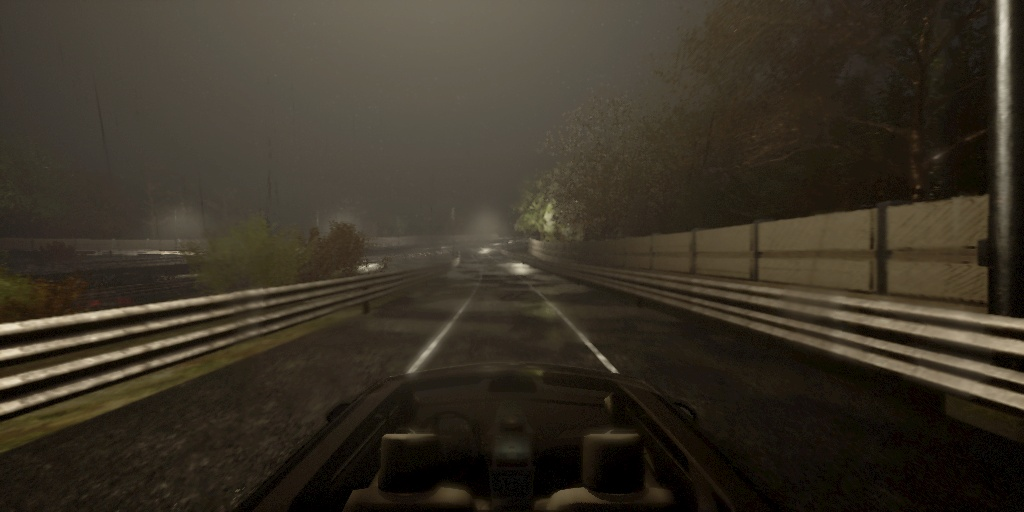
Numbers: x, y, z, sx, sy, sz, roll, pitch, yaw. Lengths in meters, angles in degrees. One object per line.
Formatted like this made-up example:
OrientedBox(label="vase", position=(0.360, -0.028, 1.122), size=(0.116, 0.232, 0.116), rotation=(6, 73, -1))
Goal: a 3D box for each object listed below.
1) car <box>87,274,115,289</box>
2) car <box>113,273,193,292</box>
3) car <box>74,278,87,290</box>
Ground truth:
OrientedBox(label="car", position=(-35.722, 2.377, 33.774), size=(1.837, 1.490, 4.892), rotation=(1, 4, 16))
OrientedBox(label="car", position=(-32.336, 2.405, 32.887), size=(2.128, 1.511, 4.902), rotation=(1, 4, 16))
OrientedBox(label="car", position=(-39.098, 2.386, 34.697), size=(1.994, 1.385, 4.181), rotation=(1, 4, 16))
